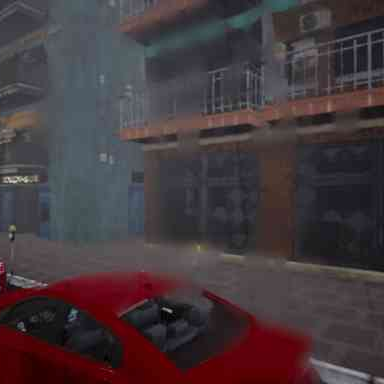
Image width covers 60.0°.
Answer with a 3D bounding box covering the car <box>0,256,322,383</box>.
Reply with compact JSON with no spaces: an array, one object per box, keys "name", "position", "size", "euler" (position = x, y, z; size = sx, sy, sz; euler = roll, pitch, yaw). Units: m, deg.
[{"name":"car","position":[-1.009,1.555,3.594],"size":[4.507,1.381,1.887],"euler":[0,0,36]}]
